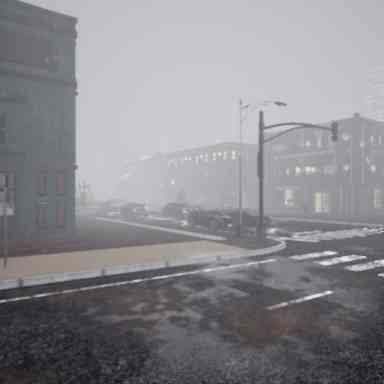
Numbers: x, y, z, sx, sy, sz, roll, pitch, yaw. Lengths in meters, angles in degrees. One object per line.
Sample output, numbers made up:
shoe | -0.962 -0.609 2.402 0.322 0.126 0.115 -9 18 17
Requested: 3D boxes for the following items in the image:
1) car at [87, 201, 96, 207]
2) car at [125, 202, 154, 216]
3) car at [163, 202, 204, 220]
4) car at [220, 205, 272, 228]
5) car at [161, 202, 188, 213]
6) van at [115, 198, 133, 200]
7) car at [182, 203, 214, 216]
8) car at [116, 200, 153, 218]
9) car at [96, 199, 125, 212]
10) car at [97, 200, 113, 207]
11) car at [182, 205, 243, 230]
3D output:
car | -19.202 2.273 65.696 1.882 1.535 5.008 0 -1 -34
car | -6.575 2.074 41.355 1.812 1.442 4.674 0 -1 -34
car | -1.092 1.808 33.231 2.097 1.767 4.553 0 -1 -34
car | 4.112 1.930 25.540 1.994 1.385 4.181 0 -1 -34
car | -2.434 2.146 45.528 1.802 1.307 4.206 -1 0 -34
van | -11.745 2.056 59.281 1.690 1.788 3.998 -1 0 -34
car | 0.668 2.094 40.945 1.802 1.307 4.206 -1 0 -34
car | -6.274 1.946 36.246 1.967 1.590 4.097 -1 0 -34
car | -12.161 2.188 49.673 2.033 1.411 5.357 0 -1 -33
car | -17.947 2.356 68.448 1.887 1.381 4.507 -1 0 -34
car | 1.405 1.938 24.686 1.947 1.339 4.313 -1 0 -34
